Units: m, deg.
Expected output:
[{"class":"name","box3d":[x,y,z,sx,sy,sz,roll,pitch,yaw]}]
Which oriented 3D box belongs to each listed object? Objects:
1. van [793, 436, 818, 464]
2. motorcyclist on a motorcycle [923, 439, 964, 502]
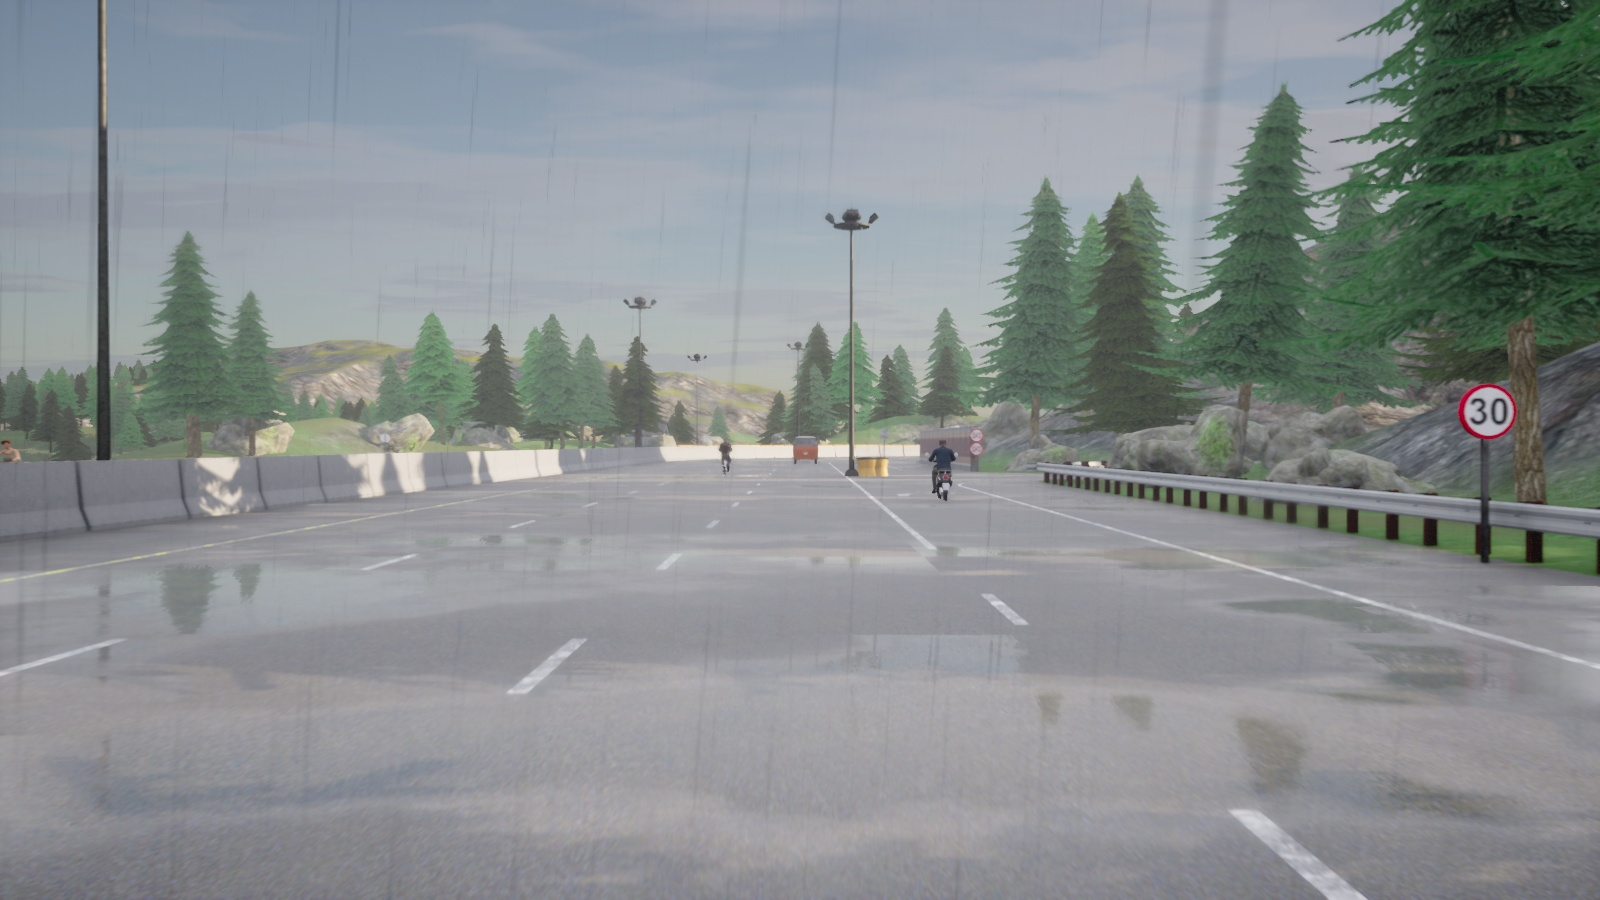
[{"class":"van","box3d":[0.402,-0.015,91.143,1.775,1.987,4.442,0,0,0]},{"class":"motorcyclist on a motorcycle","box3d":[3.704,0.519,32.650,0.866,1.590,1.817,0,0,0]}]
